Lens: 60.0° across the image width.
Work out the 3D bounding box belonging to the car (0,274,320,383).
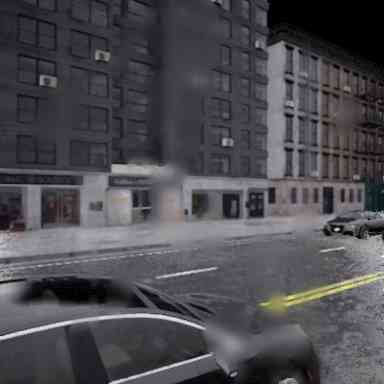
[{"bbox_3d":[-0.903,1.512,2.795,4.892,1.490,1.837,1,-1,-36],"label":"car"}]

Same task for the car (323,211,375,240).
[{"bbox_3d":[9.016,1.735,18.113,4.181,1.385,1.994,1,0,-36],"label":"car"}]

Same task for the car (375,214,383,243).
[{"bbox_3d":[10.573,1.693,15.232,4.674,1.442,1.812,1,0,-36],"label":"car"}]
